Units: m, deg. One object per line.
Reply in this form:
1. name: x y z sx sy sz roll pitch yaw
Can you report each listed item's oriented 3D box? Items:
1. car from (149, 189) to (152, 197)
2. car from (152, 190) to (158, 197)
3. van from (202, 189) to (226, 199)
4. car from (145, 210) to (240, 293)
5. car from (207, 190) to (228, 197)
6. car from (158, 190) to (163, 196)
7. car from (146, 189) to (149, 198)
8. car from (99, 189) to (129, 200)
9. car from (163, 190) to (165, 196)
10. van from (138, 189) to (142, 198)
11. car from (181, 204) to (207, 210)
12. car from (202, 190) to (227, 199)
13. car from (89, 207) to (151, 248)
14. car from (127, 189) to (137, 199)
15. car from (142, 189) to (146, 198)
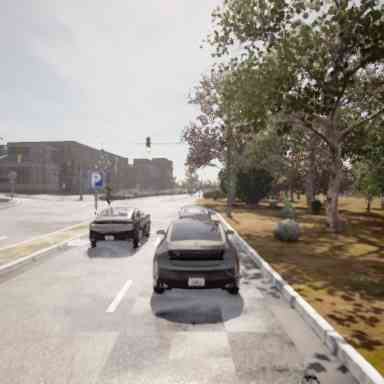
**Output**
1. car: -12.474 0.613 78.995 4.674 1.452 2.002 -1 0 -13
2. car: -11.675 0.555 84.979 4.674 1.452 2.002 -1 1 -12
3. van: 4.117 0.442 63.678 4.442 1.987 1.878 0 1 -14
4. car: 0.091 1.433 8.671 1.837 1.490 4.892 0 0 0
5. car: 6.246 0.362 81.353 4.553 1.767 2.185 0 0 -12
6. car: -11.232 0.234 87.983 5.566 2.045 2.435 -1 0 -12
7. car: -12.838 0.641 75.992 4.674 1.452 2.002 -1 1 -13
8. car: -14.604 0.780 61.038 4.792 1.488 2.163 -1 1 -15
9. car: -10.818 0.457 90.965 5.008 1.535 2.097 -1 0 -12
10. van: -13.423 0.431 70.022 4.442 1.987 1.878 -1 0 -14
11. car: 0.135 1.399 18.542 2.033 1.411 5.357 0 0 0
12. car: 4.493 0.513 66.650 4.553 1.767 2.185 0 0 -14
13. car: -2.894 1.378 14.133 2.128 1.511 4.902 0 0 0
14. car: -13.967 0.709 64.031 5.366 1.575 1.946 -1 0 -15
15. car: -13.203 0.631 72.996 4.892 1.521 2.231 -1 0 -14
